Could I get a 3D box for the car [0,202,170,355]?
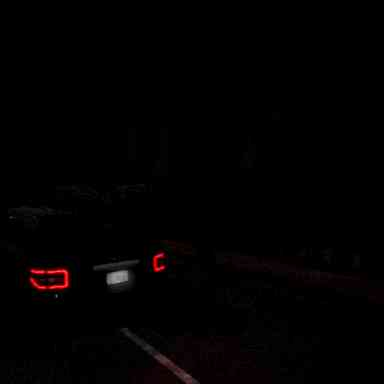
[{"bbox_3d":[-2.614,1.222,6.483,2.150,2.045,5.566,-1,0,-38],"label":"car"}]
